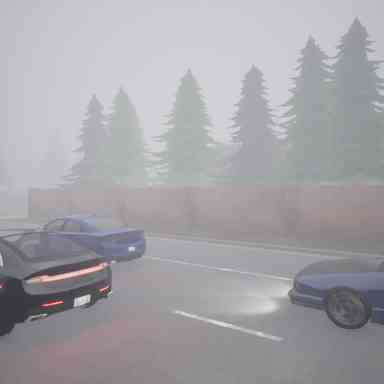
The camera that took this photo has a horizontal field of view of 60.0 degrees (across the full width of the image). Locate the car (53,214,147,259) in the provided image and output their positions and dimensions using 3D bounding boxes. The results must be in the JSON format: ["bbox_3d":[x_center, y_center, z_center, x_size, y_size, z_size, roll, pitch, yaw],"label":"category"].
[{"bbox_3d":[-3.733,1.478,10.986,5.008,1.535,1.882,0,0,36],"label":"car"}]

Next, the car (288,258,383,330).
[{"bbox_3d":[4.370,1.547,5.173,5.357,1.411,2.033,0,0,35],"label":"car"}]

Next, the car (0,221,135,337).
[{"bbox_3d":[-3.690,1.492,6.643,4.902,1.511,2.128,0,0,36],"label":"car"}]
